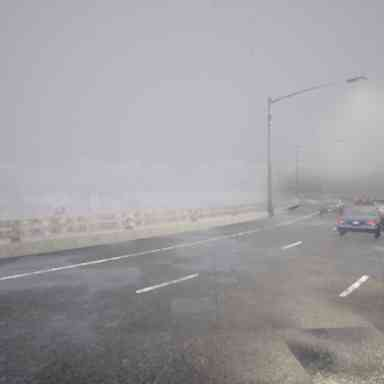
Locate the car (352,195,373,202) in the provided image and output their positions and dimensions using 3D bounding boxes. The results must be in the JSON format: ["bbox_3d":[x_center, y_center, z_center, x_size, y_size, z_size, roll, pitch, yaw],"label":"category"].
[{"bbox_3d":[22.970,1.136,44.925,2.097,1.767,4.553,0,0,20],"label":"car"}]

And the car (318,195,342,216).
[{"bbox_3d":[12.970,1.353,30.619,2.128,1.511,4.902,0,0,28],"label":"car"}]

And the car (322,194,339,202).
[{"bbox_3d":[28.270,1.195,68.031,1.837,1.490,4.892,0,0,6],"label":"car"}]

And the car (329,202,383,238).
[{"bbox_3d":[9.018,1.464,17.397,2.033,1.411,5.357,0,0,35],"label":"car"}]
